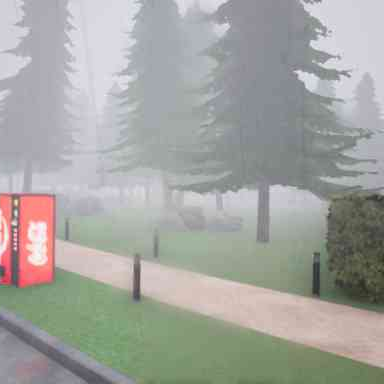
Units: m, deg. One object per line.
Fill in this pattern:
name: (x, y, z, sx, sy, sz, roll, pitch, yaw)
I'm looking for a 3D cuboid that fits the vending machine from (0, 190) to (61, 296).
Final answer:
vending machine: (-3.663, 1.020, 7.349, 0.880, 2.100, 1.100, 2, 1, 40)
